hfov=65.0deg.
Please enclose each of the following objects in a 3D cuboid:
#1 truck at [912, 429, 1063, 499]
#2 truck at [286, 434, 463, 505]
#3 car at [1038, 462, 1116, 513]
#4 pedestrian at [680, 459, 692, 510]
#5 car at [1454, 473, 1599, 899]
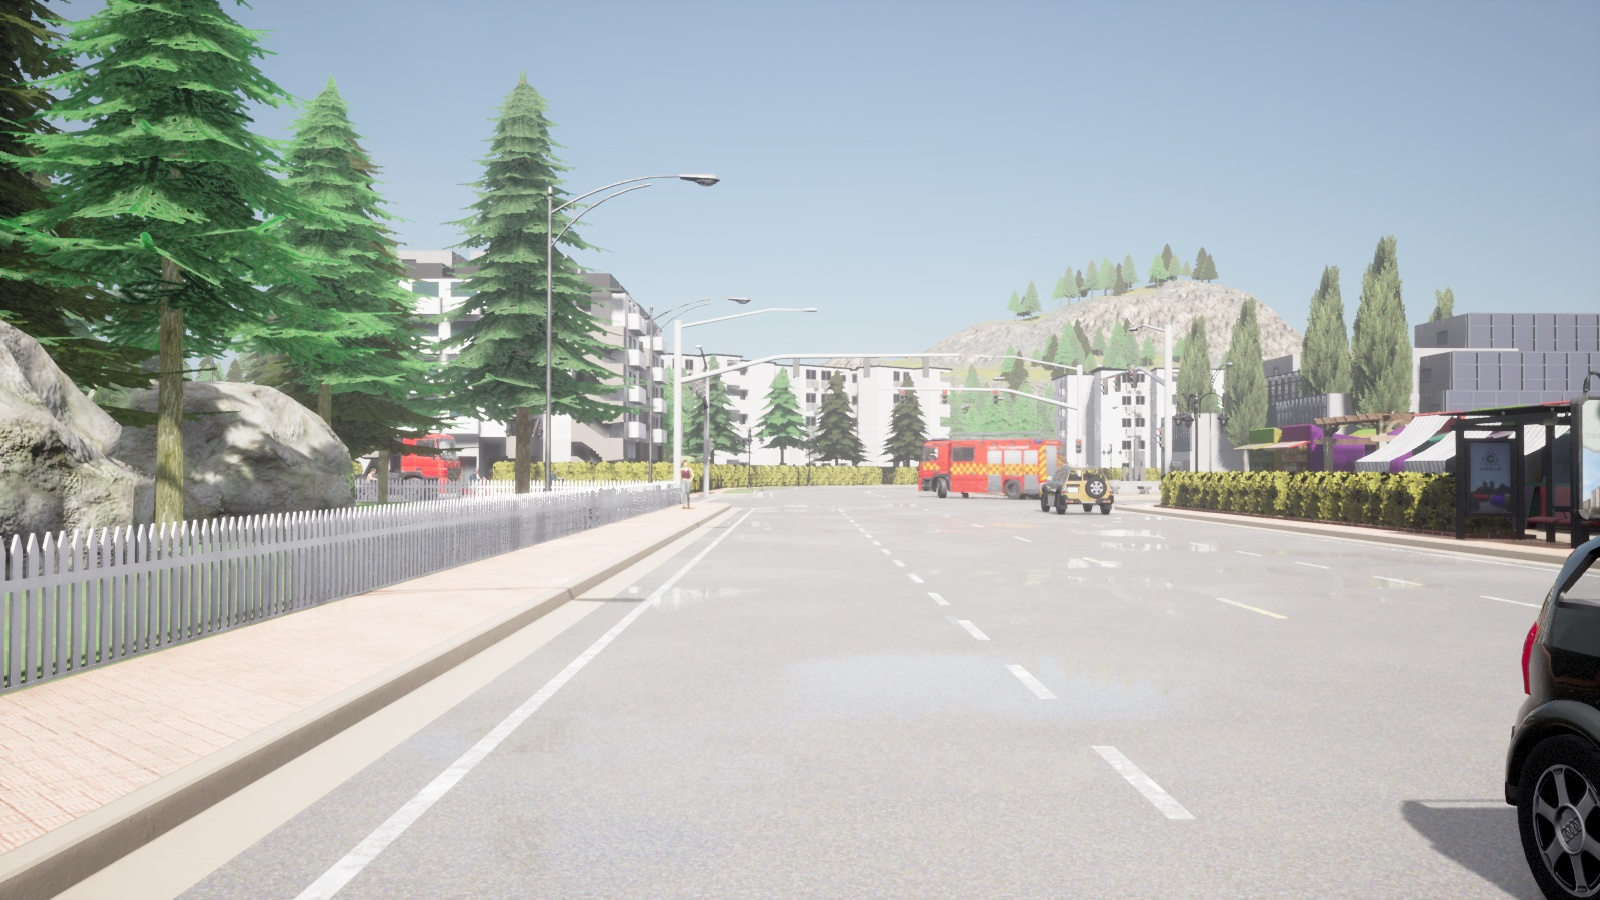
[{"bbox_3d":[10.753,0.823,72.658,8.468,3.827,2.891,-1,-1,43],"label":"truck"},{"bbox_3d":[-21.319,0.977,63.230,7.936,3.462,2.891,0,-1,1],"label":"truck"},{"bbox_3d":[10.378,1.383,47.345,1.932,1.855,4.605,0,-1,0],"label":"car"},{"bbox_3d":[-4.111,1.248,45.271,0.345,1.836,0.594,0,-1,0],"label":"pedestrian"},{"bbox_3d":[3.491,0.831,3.103,1.789,1.549,3.705,0,-1,0],"label":"car"}]
